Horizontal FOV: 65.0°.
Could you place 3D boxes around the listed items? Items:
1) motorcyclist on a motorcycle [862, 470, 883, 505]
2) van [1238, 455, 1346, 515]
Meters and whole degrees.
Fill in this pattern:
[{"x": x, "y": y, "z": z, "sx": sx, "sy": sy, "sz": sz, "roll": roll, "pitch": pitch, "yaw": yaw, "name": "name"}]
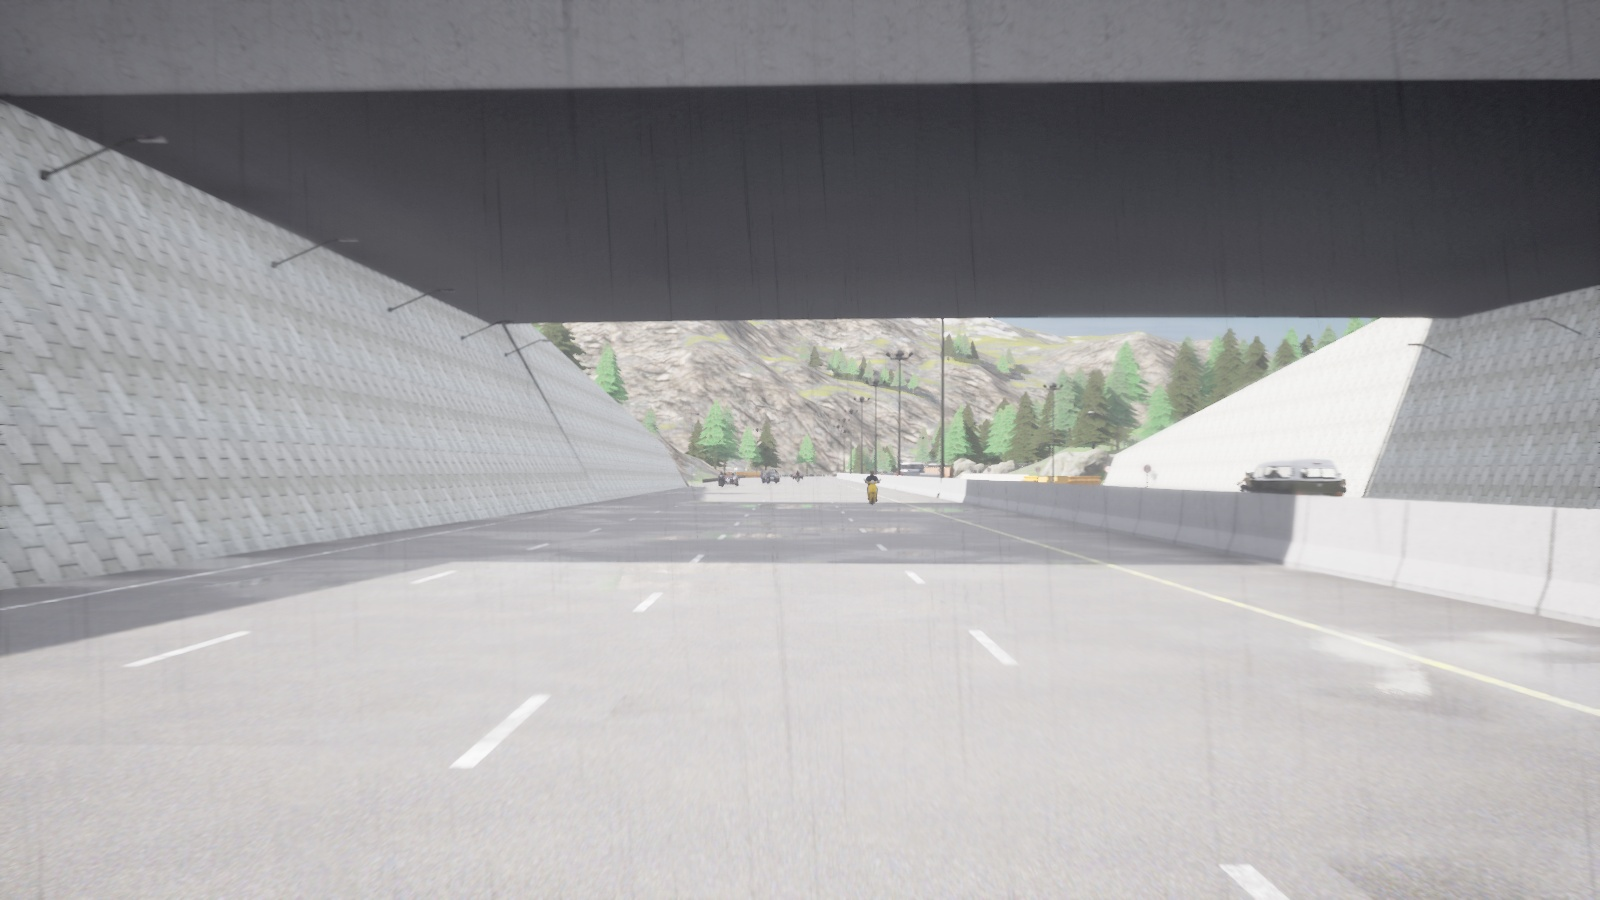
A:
[{"x": 3.375, "y": 1.733, "z": 58.640, "sx": 0.866, "sy": 1.590, "sz": 1.817, "roll": 0, "pitch": -1, "yaw": 0, "name": "motorcyclist on a motorcycle"}, {"x": 17.392, "y": 1.213, "z": 44.628, "sx": 2.069, "sy": 2.038, "sz": 4.480, "roll": 0, "pitch": -1, "yaw": 0, "name": "van"}]
